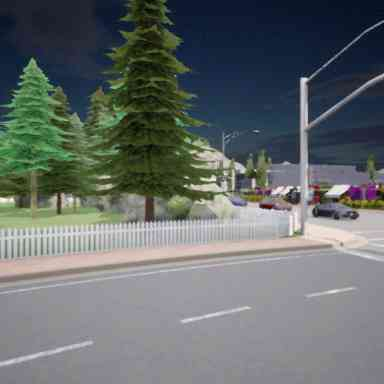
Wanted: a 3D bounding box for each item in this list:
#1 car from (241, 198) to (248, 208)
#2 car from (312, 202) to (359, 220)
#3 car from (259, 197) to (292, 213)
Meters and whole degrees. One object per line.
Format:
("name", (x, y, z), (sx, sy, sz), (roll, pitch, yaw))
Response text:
("car", (6.383, 1.505, 48.015), (1.882, 1.535, 5.008), (0, 0, -16))
("car", (12.156, 1.596, 28.441), (1.994, 1.385, 4.181), (0, 0, -16))
("car", (9.413, 1.382, 37.735), (2.097, 1.767, 4.553), (0, 0, -16))
